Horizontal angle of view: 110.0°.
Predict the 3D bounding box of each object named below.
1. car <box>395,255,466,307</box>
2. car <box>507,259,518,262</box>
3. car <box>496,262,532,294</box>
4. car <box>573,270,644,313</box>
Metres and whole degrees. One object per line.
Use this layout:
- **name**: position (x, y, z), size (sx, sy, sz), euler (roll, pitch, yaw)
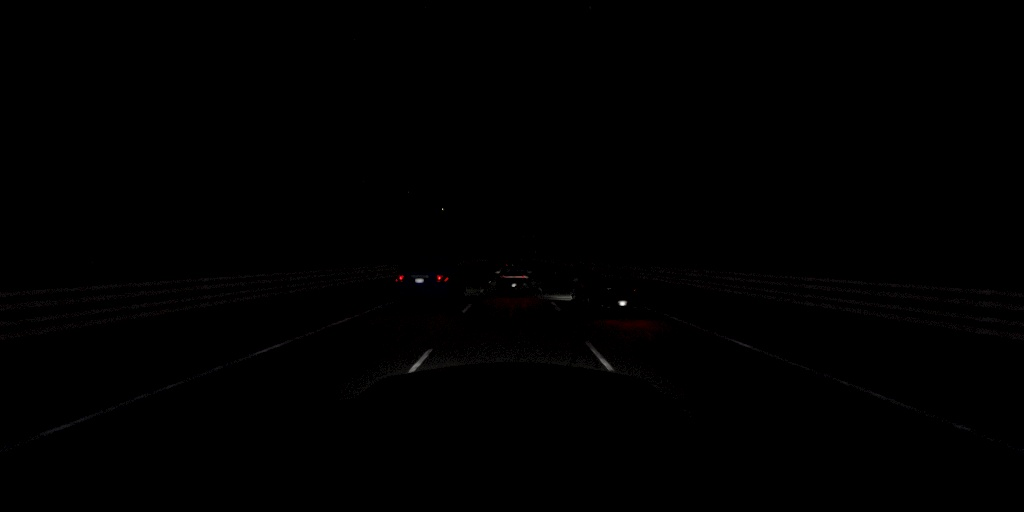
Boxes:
- **car**: position (-3.394, 1.001, 15.823), size (2.150, 2.045, 5.566), euler (0, 0, 0)
- **car**: position (0.102, 1.202, 48.510), size (2.097, 1.767, 4.553), euler (0, 0, 0)
- **car**: position (0.099, 1.282, 20.652), size (2.128, 1.511, 4.902), euler (0, 0, 0)
- **car**: position (3.601, 1.281, 14.086), size (1.837, 1.490, 4.892), euler (0, 0, 0)
